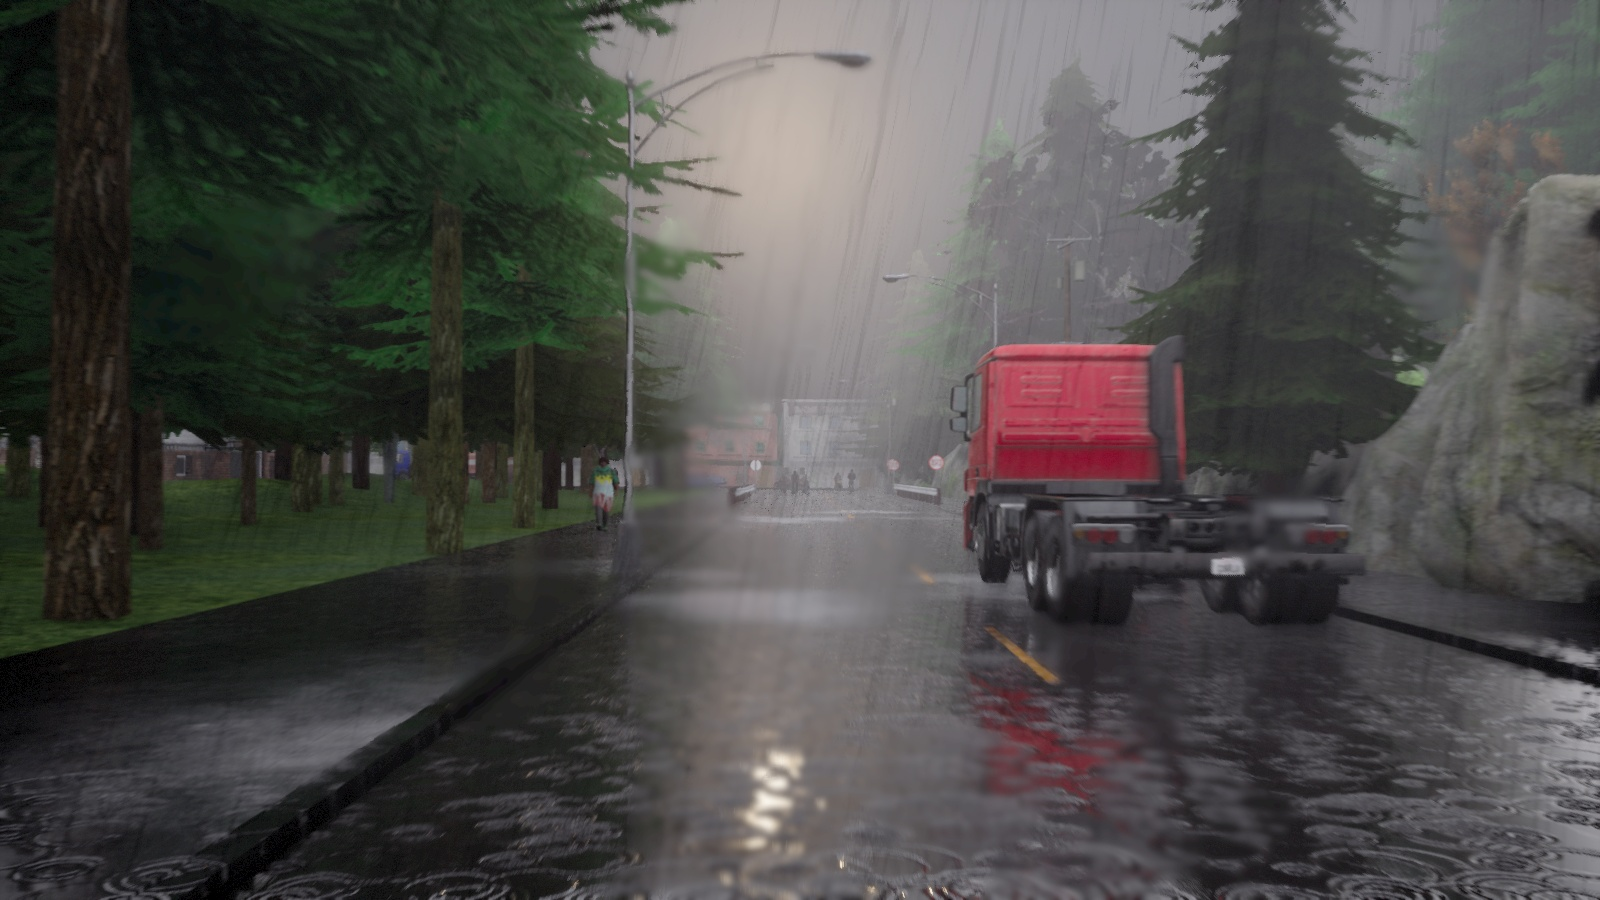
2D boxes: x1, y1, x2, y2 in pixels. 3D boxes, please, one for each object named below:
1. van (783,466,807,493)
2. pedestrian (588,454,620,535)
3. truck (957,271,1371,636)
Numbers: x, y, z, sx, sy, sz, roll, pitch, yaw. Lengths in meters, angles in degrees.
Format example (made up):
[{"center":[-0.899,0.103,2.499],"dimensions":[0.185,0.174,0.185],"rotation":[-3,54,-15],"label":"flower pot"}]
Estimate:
[{"center":[-0.395,2.202,93.551],"dimensions":[1.775,1.987,4.442],"rotation":[0,-1,-1],"label":"van"},{"center":[-4.775,1.079,30.607],"dimensions":[0.659,1.952,0.873],"rotation":[0,-1,-1],"label":"pedestrian"},{"center":[3.957,0.096,15.905],"dimensions":[2.891,3.462,7.936],"rotation":[0,-1,0],"label":"truck"}]
